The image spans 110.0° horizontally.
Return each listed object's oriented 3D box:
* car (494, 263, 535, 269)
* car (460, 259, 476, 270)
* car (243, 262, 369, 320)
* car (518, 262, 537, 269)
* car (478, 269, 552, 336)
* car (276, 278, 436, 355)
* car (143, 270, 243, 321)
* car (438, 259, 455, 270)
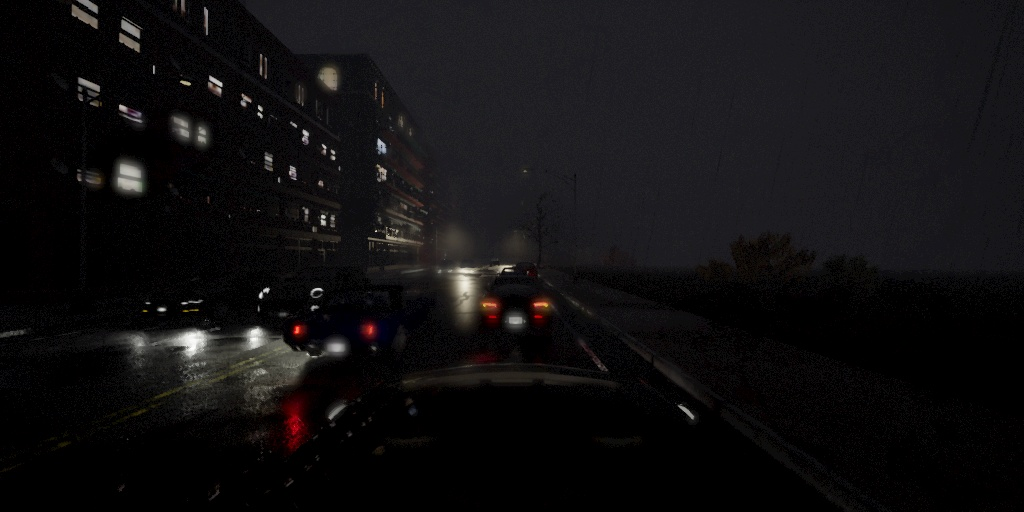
[{"bbox_3d":[0.069,1.318,20.499,1.994,1.385,4.181,0,0,0],"label":"car"},{"bbox_3d":[-6.685,1.233,54.676,1.882,1.535,5.008,0,0,0],"label":"car"},{"bbox_3d":[-6.620,1.104,12.590,2.097,1.767,4.553,0,0,0],"label":"car"},{"bbox_3d":[1.088,1.233,30.026,1.882,1.535,5.008,0,0,0],"label":"car"},{"bbox_3d":[0.078,1.278,10.331,1.812,1.442,4.674,0,0,0],"label":"car"},{"bbox_3d":[-3.163,1.352,8.661,1.895,1.301,4.718,0,0,0],"label":"car"},{"bbox_3d":[-9.870,1.257,12.526,1.837,1.490,4.892,0,0,0],"label":"car"},{"bbox_3d":[-9.935,1.233,54.661,1.882,1.535,5.008,0,0,0],"label":"car"}]
